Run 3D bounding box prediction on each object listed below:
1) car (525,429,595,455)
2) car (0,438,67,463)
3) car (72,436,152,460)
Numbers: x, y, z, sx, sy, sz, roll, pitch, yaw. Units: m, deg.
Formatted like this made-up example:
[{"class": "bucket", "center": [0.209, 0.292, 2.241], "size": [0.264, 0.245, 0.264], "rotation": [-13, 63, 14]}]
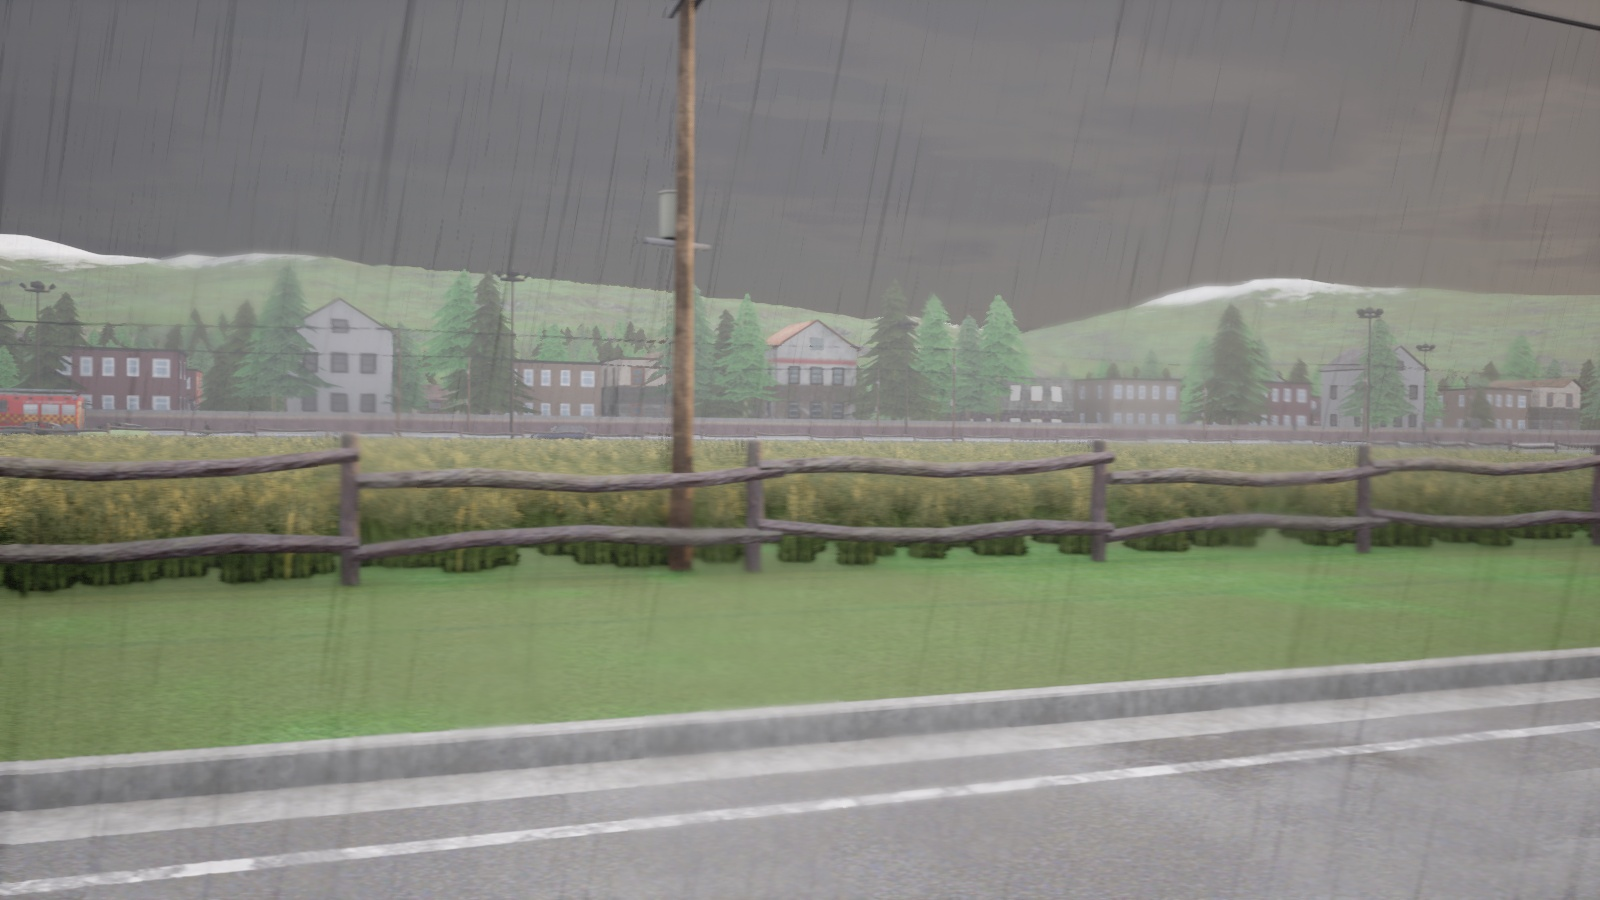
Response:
[{"class": "car", "center": [-16.966, -0.605, 88.811], "size": [4.553, 1.767, 2.097], "rotation": [-1, 1, -21]}, {"class": "car", "center": [-49.286, 0.000, 80.449], "size": [3.705, 1.549, 1.789], "rotation": [-1, 1, -21]}, {"class": "car", "center": [-46.633, -0.138, 85.178], "size": [4.514, 1.525, 2.007], "rotation": [-1, 1, -21]}]
